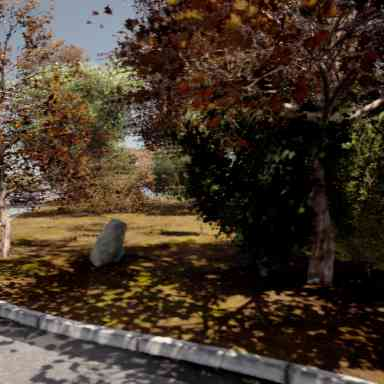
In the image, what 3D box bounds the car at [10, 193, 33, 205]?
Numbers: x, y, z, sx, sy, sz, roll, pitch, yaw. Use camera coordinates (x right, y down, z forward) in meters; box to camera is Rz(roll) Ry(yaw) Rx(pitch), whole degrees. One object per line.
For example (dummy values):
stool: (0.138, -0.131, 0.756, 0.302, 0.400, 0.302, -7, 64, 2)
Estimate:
car: (-23.943, 1.003, 46.158, 2.033, 1.411, 5.357, -1, 1, -20)
